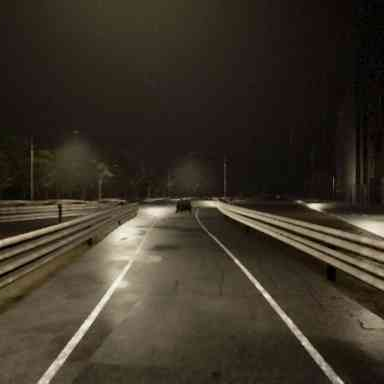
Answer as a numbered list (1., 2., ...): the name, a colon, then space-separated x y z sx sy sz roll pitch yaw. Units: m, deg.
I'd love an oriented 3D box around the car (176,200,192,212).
1. car: -0.969 1.764 42.759 1.882 1.535 5.008 0 0 2
